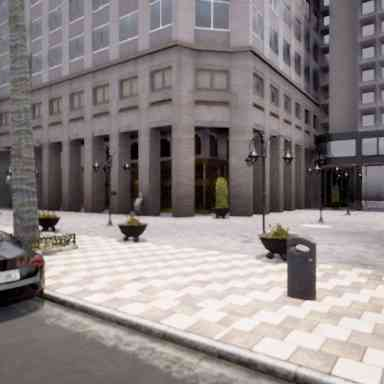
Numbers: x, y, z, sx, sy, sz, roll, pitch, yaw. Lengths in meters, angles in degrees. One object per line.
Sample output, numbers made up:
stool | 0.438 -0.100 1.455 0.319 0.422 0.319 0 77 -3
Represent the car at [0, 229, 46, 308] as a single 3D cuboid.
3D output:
car | -5.105 1.517 7.133 4.786 1.482 2.161 0 0 35
